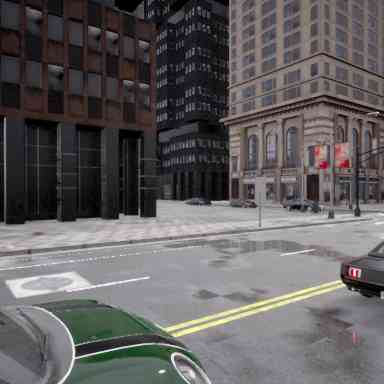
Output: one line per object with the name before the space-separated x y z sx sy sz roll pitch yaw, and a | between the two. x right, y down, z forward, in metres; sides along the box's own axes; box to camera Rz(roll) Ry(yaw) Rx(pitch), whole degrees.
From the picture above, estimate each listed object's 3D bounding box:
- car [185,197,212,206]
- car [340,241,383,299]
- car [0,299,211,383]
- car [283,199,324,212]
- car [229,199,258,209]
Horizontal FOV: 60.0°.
car | 1.006 1.597 54.820 2.033 1.411 5.357 0 0 -36
car | 5.363 1.600 7.265 4.718 1.301 1.895 0 0 -35
car | -1.982 1.352 2.025 4.553 1.767 2.097 0 0 -35
car | 12.735 1.517 38.223 2.128 1.511 4.902 0 0 -35
car | 7.069 1.601 46.225 1.994 1.385 4.181 0 0 -36
